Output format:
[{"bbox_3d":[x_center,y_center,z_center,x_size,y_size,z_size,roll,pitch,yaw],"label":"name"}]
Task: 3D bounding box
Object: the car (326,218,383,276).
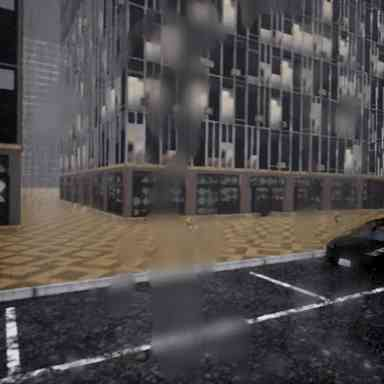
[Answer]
[{"bbox_3d":[5.834,1.446,9.619,4.313,1.339,1.947,0,1,-29],"label":"car"}]
